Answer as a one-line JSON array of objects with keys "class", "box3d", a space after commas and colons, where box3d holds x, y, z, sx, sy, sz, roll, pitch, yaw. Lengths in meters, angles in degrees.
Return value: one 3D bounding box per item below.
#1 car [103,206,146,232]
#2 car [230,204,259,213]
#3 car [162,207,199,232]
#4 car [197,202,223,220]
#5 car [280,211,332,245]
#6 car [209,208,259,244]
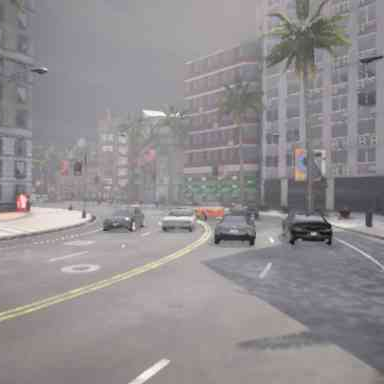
[{"class": "car", "box3d": [-4.304, 1.715, 21.757, 1.837, 1.490, 4.892, 1, -1, 4]}, {"class": "car", "box3d": [5.093, 1.942, 33.480, 1.837, 1.490, 4.892, 1, 0, -13]}, {"class": "car", "box3d": [-0.769, 1.847, 22.046, 1.895, 1.301, 4.718, 1, -1, 3]}, {"class": "car", "box3d": [1.667, 1.743, 32.751, 2.097, 1.767, 4.553, 1, -1, -13]}, {"class": "car", "box3d": [5.769, 1.733, 17.227, 1.882, 1.535, 5.008, 1, 0, 8]}, {"class": "car", "box3d": [2.246, 1.785, 17.193, 1.994, 1.385, 4.181, 0, -1, 9]}]
